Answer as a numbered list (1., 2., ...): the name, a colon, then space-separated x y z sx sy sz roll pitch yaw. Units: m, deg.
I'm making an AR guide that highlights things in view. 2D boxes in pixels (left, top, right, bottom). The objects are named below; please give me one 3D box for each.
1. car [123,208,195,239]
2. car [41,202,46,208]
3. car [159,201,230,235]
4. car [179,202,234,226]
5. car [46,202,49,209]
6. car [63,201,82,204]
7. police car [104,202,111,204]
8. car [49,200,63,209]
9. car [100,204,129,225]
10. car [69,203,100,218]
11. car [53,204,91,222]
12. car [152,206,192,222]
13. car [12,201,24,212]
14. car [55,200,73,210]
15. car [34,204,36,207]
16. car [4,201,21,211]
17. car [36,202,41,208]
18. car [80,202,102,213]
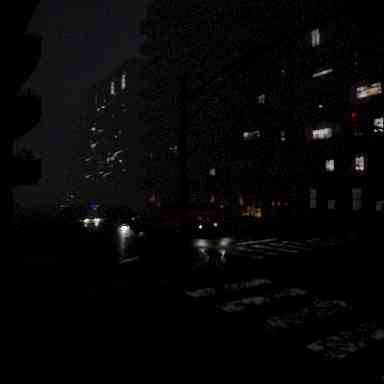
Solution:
1. car: -2.093 1.886 19.744 1.752 1.417 4.829 -1 0 -36
2. car: -32.087 3.067 75.240 1.947 1.339 4.313 -1 0 -36
3. car: -0.251 1.599 21.631 2.150 2.045 5.566 0 -1 -36
4. car: 1.191 1.813 29.420 2.192 1.841 5.009 -1 0 -36
5. car: -28.764 2.718 70.660 2.192 1.841 5.009 -1 0 -36
6. car: -17.798 2.356 51.242 2.097 1.767 4.553 0 -1 -36
7. police car: -12.625 2.356 49.281 1.930 1.638 5.238 0 -1 -36
8. car: -22.981 2.651 58.375 2.128 1.511 4.902 0 -1 -36
9. car: -6.323 2.070 30.001 1.837 1.490 4.892 0 -1 -36
10. car: -12.483 2.300 38.498 2.033 1.411 5.357 0 -1 -36
11. car: -12.178 2.215 33.629 1.887 1.381 4.507 -1 0 -36
12. car: -2.132 2.144 34.001 1.887 1.381 4.507 -1 0 -36
13. car: -32.150 2.818 61.123 1.887 1.381 4.507 -1 0 -36
14. car: -25.435 2.619 66.077 2.192 1.841 5.009 -1 0 -36
15. car: -38.739 3.261 84.408 1.947 1.339 4.313 -1 0 -36
16. car: -35.482 2.687 65.706 2.192 1.841 5.009 -1 0 -36
17. car: -35.416 3.143 79.823 1.887 1.381 4.507 -1 0 -36
18. car: -16.669 2.532 54.858 1.882 1.535 5.008 0 -1 -36
